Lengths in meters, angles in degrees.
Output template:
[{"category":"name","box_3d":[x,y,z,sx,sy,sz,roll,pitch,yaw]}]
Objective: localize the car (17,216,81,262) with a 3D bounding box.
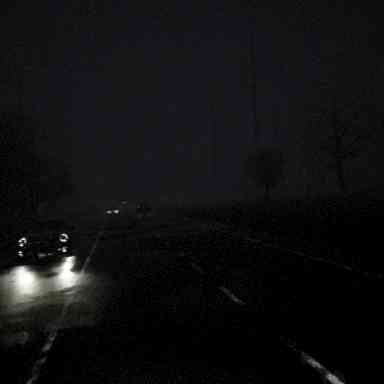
[{"category":"car","box_3d":[-6.446,1.982,15.337,2.097,1.767,4.553,-5,0,-13]}]

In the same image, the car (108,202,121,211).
[{"category":"car","box_3d":[-17.779,3.339,75.300,2.097,1.767,4.553,-5,0,-5]}]

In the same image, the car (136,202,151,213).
[{"category":"car","box_3d":[-7.796,2.360,52.706,2.097,1.767,4.553,-5,0,-13]}]
